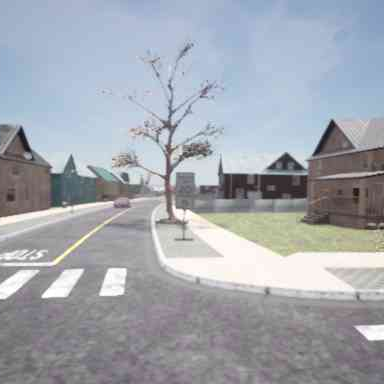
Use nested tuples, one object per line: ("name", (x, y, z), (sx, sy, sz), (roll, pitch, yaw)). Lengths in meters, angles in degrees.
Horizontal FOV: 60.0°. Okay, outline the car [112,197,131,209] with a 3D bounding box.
("car", (-9.402, 1.432, 44.781), (1.812, 1.442, 4.674), (1, 0, -3))
